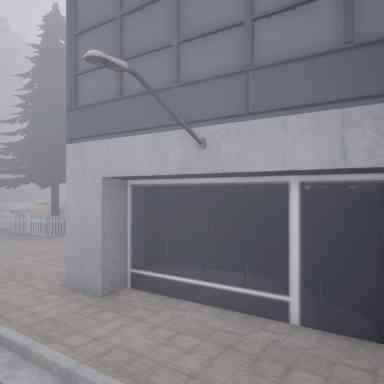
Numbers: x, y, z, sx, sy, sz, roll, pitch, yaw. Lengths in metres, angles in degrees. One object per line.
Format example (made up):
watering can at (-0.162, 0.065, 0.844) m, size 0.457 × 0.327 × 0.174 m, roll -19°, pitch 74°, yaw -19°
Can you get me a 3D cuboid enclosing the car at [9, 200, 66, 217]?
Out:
car at (-13.847, 1.493, 30.159) m, size 1.882 × 1.535 × 5.008 m, roll 0°, pitch 0°, yaw 34°
